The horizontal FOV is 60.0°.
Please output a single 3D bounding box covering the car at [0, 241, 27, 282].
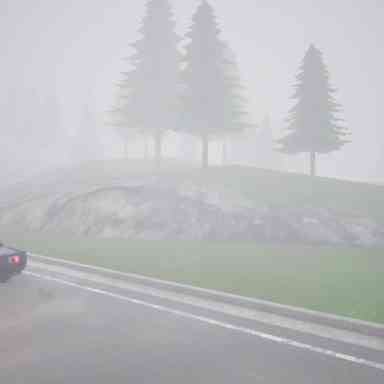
[{"bbox_3d":[-6.309,1.601,8.495,4.718,1.301,1.895,0,0,36],"label":"car"}]
